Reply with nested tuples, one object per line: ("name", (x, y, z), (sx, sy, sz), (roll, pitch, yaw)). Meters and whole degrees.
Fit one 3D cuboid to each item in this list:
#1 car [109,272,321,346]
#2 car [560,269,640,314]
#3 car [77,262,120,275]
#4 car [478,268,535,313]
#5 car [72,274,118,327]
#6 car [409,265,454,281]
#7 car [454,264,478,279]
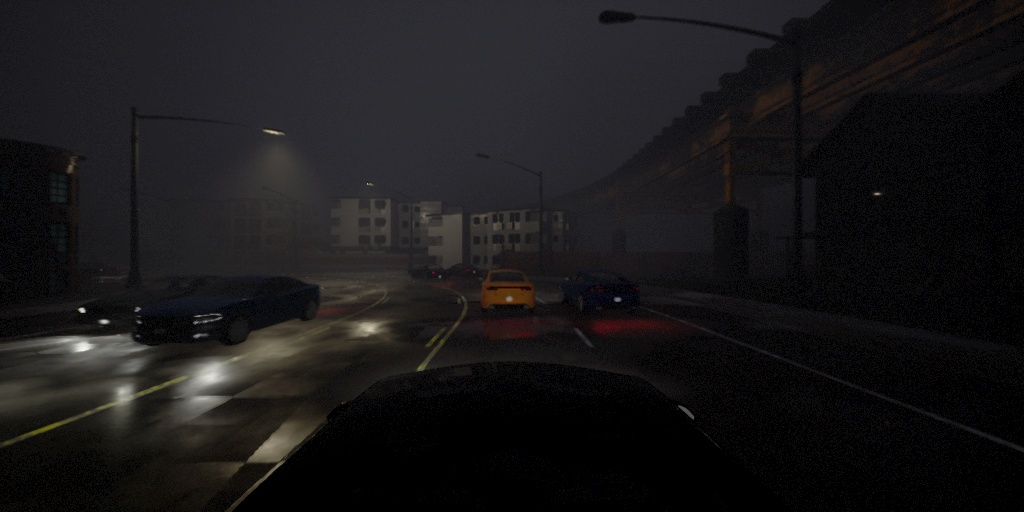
("car", (-7.143, 1.247, 9.700), (1.882, 1.535, 5.008), (0, 0, -2))
("car", (3.220, 1.257, 14.021), (1.882, 1.535, 5.008), (0, 0, -4))
("car", (-42.936, 1.363, 36.551), (4.674, 1.442, 1.812), (0, 0, 2))
("car", (-0.291, 1.258, 14.192), (1.882, 1.535, 5.008), (0, 0, -5))
("car", (-10.647, 1.322, 11.909), (2.033, 1.411, 5.357), (0, 0, -3))
("car", (-7.316, 1.422, 31.305), (1.895, 1.301, 4.718), (0, 0, -38))
("car", (-4.558, 1.390, 33.223), (1.994, 1.385, 4.181), (0, 0, -38))
